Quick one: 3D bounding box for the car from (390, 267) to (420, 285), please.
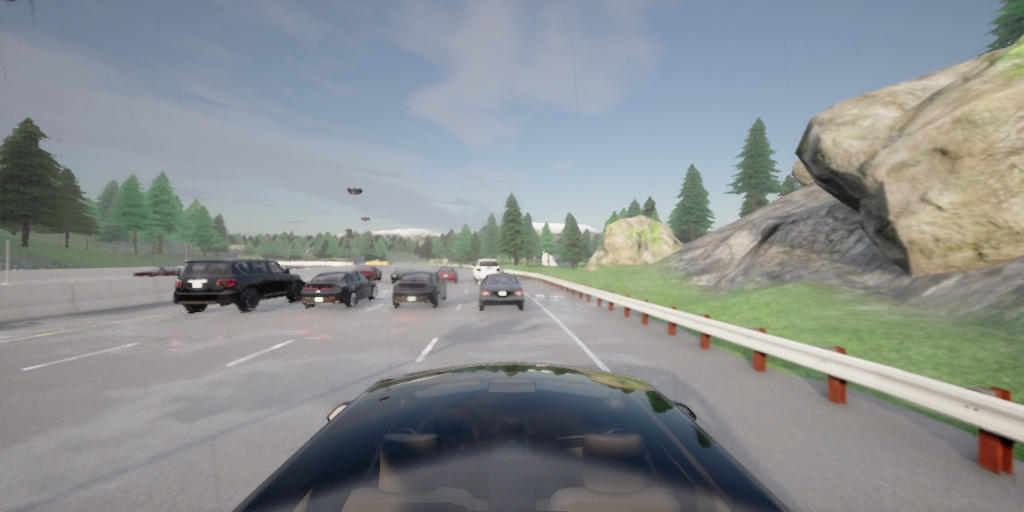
[{"bbox_3d":[-9.285,1.682,31.437,1.895,1.301,4.718,0,-1,-8],"label":"car"}]

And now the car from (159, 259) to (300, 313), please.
[{"bbox_3d":[-10.990,1.127,15.009,2.150,2.045,5.566,0,0,-4],"label":"car"}]

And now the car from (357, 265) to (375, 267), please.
[{"bbox_3d":[-12.908,1.565,31.939,1.882,1.535,5.008,0,0,-9],"label":"car"}]

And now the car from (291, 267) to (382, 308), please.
[{"bbox_3d":[-7.570,1.419,16.141,1.837,1.490,4.892,0,0,-4],"label":"car"}]

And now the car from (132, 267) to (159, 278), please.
[{"bbox_3d":[-34.430,1.737,35.315,1.895,1.301,4.718,0,-1,-10],"label":"car"}]

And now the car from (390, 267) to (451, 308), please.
[{"bbox_3d":[-4.077,1.420,16.365,1.837,1.490,4.892,0,0,-4],"label":"car"}]

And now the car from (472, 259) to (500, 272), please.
[{"bbox_3d":[-2.256,1.306,31.783,2.150,2.045,5.566,0,0,-8],"label":"car"}]

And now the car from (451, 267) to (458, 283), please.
[{"bbox_3d":[-5.853,1.651,32.127,1.994,1.385,4.181,0,-1,-9],"label":"car"}]

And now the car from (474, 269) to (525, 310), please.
[{"bbox_3d":[-0.507,1.450,15.605,2.033,1.411,5.357,0,-1,-4],"label":"car"}]
